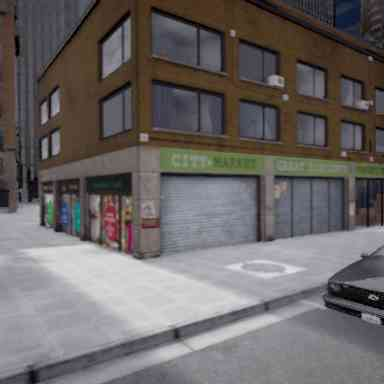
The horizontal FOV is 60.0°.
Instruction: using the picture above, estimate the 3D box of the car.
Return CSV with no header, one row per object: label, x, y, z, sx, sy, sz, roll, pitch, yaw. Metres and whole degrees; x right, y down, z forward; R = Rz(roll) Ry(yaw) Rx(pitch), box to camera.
car,4.860,1.493,6.524,5.357,1.411,2.033,-1,0,-35
